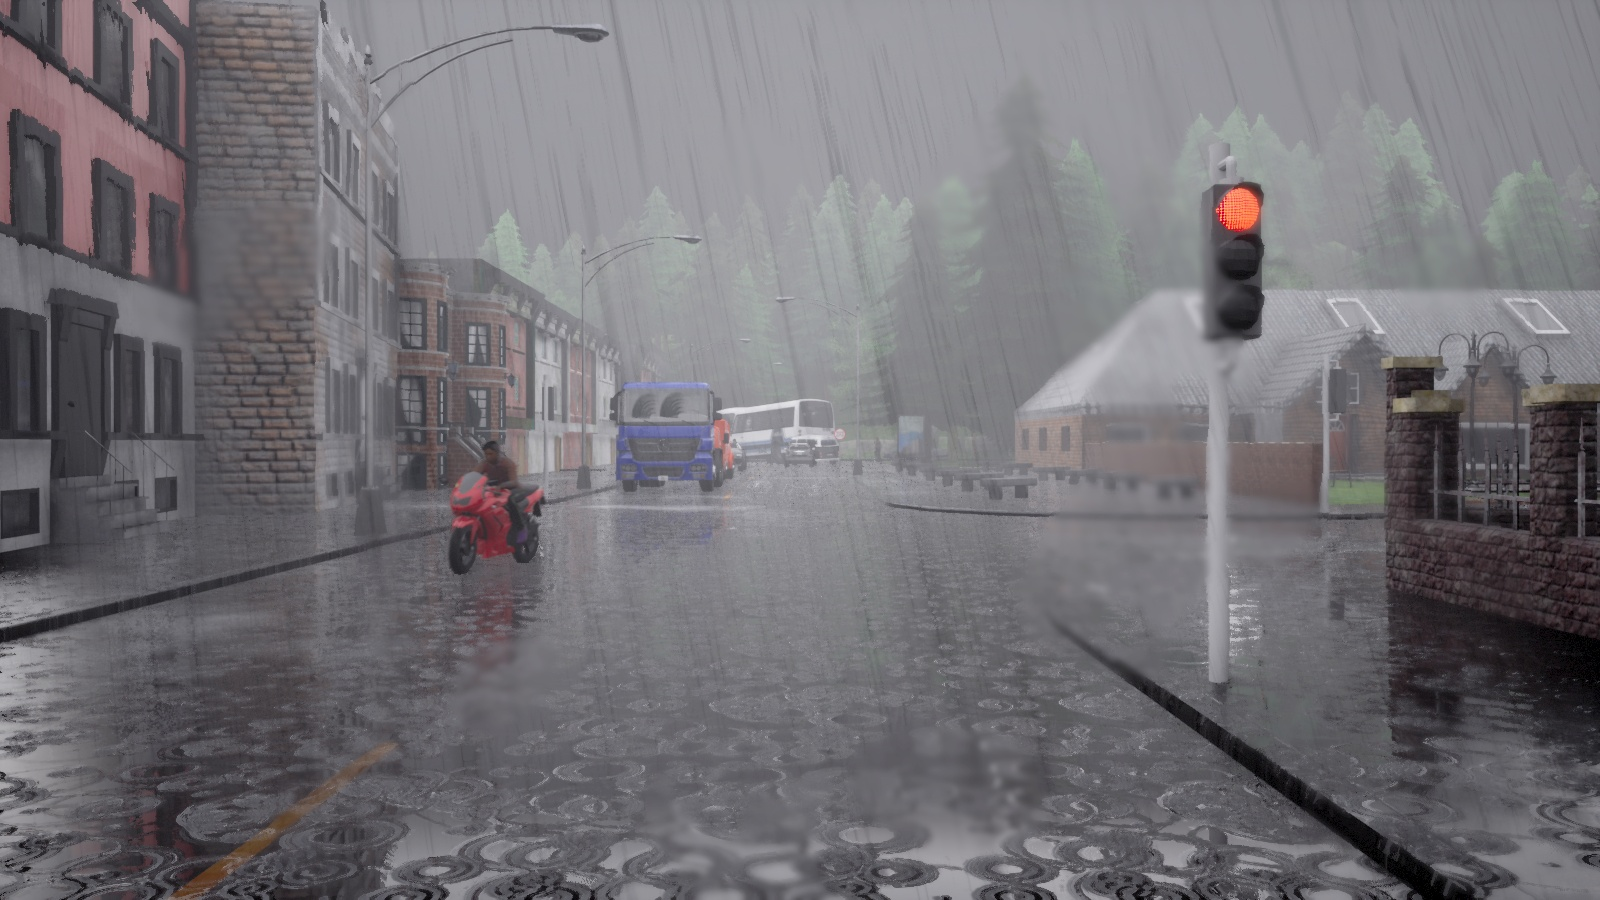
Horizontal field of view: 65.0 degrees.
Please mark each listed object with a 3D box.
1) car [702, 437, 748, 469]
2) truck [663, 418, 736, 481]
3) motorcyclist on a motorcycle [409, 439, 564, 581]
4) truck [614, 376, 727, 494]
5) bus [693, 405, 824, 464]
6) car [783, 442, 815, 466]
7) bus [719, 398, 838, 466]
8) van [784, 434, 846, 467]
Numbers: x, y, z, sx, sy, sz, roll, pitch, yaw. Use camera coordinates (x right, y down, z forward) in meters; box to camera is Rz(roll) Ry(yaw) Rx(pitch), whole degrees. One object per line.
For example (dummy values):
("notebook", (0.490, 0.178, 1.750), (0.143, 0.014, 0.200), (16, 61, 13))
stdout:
("car", (-4.042, 0.136, 68.438), (2.152, 1.651, 5.027), (0, 0, 0))
("truck", (-4.061, -0.035, 51.564), (2.627, 2.467, 5.204), (0, 0, 0))
("motorcyclist on a motorcycle", (-3.623, 0.643, 14.724), (0.797, 1.523, 2.044), (2, 1, 16))
("truck", (-4.047, -0.470, 41.022), (2.891, 3.462, 7.936), (0, 0, 0))
("bus", (-3.136, -1.163, 98.025), (3.944, 4.253, 10.273), (-3, -2, 44))
("car", (-0.034, 0.264, 79.399), (1.970, 1.475, 3.806), (0, 0, 0))
("bus", (-1.702, -1.160, 90.630), (3.944, 4.253, 10.273), (2, -3, -32))
("van", (0.937, 0.019, 83.446), (2.069, 2.038, 4.480), (-4, 2, -29))
